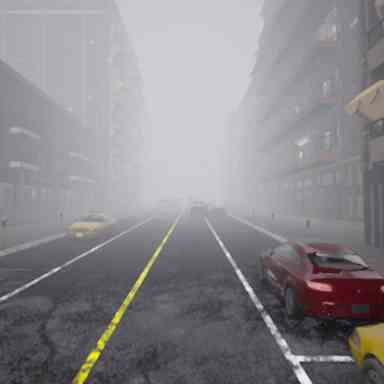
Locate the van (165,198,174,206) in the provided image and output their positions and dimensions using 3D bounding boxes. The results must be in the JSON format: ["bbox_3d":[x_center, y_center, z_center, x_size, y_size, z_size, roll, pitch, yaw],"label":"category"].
[{"bbox_3d":[-5.317,2.402,79.130,1.690,1.788,3.998,1,-1,0],"label":"van"}]

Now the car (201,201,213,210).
[{"bbox_3d":[2.566,2.278,56.947,1.887,1.381,4.507,1,-1,0],"label":"car"}]

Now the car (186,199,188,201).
[{"bbox_3d":[-0.023,2.052,70.069,2.150,2.045,5.566,0,-1,0],"label":"car"}]

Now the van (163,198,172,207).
[{"bbox_3d":[-5.315,2.317,73.599,1.690,1.788,3.998,2,-1,0],"label":"van"}]

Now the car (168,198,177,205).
[{"bbox_3d":[-5.320,2.551,90.190,2.192,1.841,5.009,1,-1,0],"label":"car"}]

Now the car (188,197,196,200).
[{"bbox_3d":[0.808,1.978,49.469,2.097,1.767,4.553,0,-1,0],"label":"car"}]

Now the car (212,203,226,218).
[{"bbox_3d":[2.573,1.972,34.826,1.887,1.381,4.507,1,-1,0],"label":"car"}]

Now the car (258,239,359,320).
[{"bbox_3d":[2.582,1.667,7.179,1.802,1.307,4.206,1,-1,0],"label":"car"}]

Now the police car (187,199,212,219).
[{"bbox_3d":[0.703,1.836,33.604,1.930,1.638,5.238,0,-1,0],"label":"police car"}]

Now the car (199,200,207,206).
[{"bbox_3d":[2.558,2.605,79.068,1.887,1.381,4.507,1,-1,0],"label":"car"}]

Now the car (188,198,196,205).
[{"bbox_3d":[-0.027,2.413,85.010,2.097,1.767,4.553,0,-1,0],"label":"car"}]

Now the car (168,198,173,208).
[{"bbox_3d":[-5.310,2.128,62.542,2.192,1.841,5.009,2,-1,0],"label":"car"}]

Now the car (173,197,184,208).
[{"bbox_3d":[-2.791,2.065,64.637,2.150,2.045,5.566,0,-1,1],"label":"car"}]

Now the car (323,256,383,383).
[{"bbox_3d":[2.585,1.548,1.820,1.752,1.417,4.829,2,-1,0],"label":"car"}]

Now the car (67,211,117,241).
[{"bbox_3d":[-5.300,1.740,18.134,1.752,1.417,4.829,2,-1,0],"label":"car"}]

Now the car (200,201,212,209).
[{"bbox_3d":[2.563,2.363,62.478,2.008,1.369,4.403,1,-1,0],"label":"car"}]

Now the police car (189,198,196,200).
[{"bbox_3d":[0.811,1.970,43.606,1.930,1.638,5.238,0,-1,0],"label":"police car"}]

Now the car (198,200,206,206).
[{"bbox_3d":[2.557,2.691,84.597,1.887,1.381,4.507,1,-1,0],"label":"car"}]

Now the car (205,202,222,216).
[{"bbox_3d":[2.572,2.029,40.528,1.752,1.417,4.829,1,-1,0],"label":"car"}]

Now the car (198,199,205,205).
[{"bbox_3d":[2.565,2.675,90.130,1.967,1.590,4.097,1,-1,0],"label":"car"}]

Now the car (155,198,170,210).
[{"bbox_3d":[-5.314,2.257,56.838,1.752,1.417,4.829,2,-1,0],"label":"car"}]
